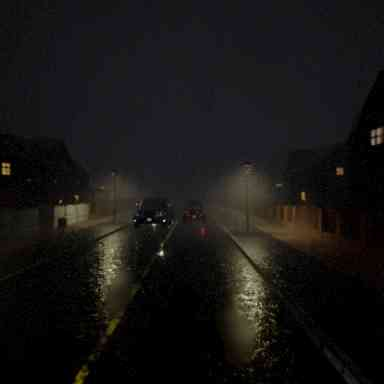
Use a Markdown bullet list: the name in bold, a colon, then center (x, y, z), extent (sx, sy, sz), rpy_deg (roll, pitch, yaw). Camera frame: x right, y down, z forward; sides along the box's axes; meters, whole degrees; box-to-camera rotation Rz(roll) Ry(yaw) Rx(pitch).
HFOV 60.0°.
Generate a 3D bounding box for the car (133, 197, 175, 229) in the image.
- **car**: center (-2.638, 1.397, 23.466), extent (2.150, 2.045, 5.566), rpy_deg (0, -1, 0)

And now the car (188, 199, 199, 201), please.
- **car**: center (0.211, 1.703, 42.097), extent (2.097, 1.767, 4.553), rpy_deg (0, -1, 0)

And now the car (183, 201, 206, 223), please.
- **car**: center (0.210, 1.746, 27.957), extent (1.812, 1.442, 4.674), rpy_deg (0, -1, 1)
